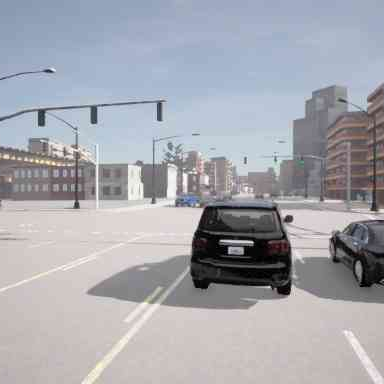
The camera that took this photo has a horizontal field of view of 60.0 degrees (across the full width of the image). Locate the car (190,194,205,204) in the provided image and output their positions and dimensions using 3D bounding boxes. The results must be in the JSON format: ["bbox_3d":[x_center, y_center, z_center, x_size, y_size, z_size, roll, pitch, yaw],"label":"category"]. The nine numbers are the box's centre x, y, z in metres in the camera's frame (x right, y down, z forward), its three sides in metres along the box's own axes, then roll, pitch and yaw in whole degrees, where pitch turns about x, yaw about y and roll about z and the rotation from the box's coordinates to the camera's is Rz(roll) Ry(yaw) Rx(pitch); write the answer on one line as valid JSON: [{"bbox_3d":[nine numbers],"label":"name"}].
[{"bbox_3d":[1.019,1.217,57.898,1.837,1.490,4.892,0,1,11],"label":"car"}]

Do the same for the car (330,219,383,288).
[{"bbox_3d":[5.101,1.506,9.036,1.837,1.490,4.892,0,0,11],"label":"car"}]

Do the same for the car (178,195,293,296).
[{"bbox_3d":[1.509,1.222,8.998,2.150,2.045,5.566,0,0,14],"label":"car"}]

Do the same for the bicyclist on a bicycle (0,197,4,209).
[{"bbox_3d":[-23.941,1.303,41.344,0.582,1.620,1.656,0,0,10],"label":"bicyclist on a bicycle"}]

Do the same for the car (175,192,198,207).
[{"bbox_3d":[-0.871,1.079,48.417,2.150,2.045,5.566,0,1,12],"label":"car"}]

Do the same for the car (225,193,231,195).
[{"bbox_3d":[5.879,1.091,64.214,1.837,1.490,4.892,0,1,12],"label":"car"}]

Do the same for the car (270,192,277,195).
[{"bbox_3d":[20.654,0.744,84.468,2.033,1.411,5.357,0,1,11],"label":"car"}]

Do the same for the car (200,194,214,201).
[{"bbox_3d":[3.133,1.075,68.167,2.033,1.411,5.357,0,1,12],"label":"car"}]

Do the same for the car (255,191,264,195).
[{"bbox_3d":[15.235,0.889,75.134,2.128,1.511,4.902,0,1,11],"label":"car"}]

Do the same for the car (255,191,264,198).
[{"bbox_3d":[17.218,0.559,85.138,2.097,1.767,4.553,0,1,11],"label":"car"}]

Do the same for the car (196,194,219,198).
[{"bbox_3d":[2.216,1.381,46.018,1.837,1.490,4.892,0,1,11],"label":"car"}]
